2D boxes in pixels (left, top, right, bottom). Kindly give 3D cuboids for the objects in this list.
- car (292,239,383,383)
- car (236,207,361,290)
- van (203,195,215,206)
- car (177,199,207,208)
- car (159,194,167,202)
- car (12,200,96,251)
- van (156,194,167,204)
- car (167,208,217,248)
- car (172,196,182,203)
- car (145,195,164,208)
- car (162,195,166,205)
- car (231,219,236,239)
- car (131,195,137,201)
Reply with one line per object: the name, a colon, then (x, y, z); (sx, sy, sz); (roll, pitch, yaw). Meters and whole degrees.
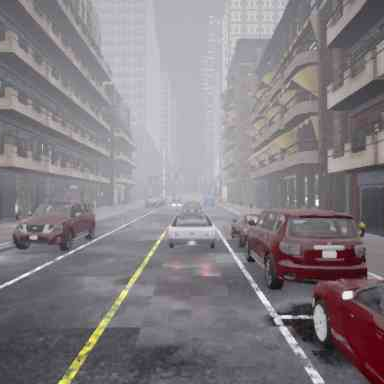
car: (2.704, 1.543, 3.404); (1.887, 1.381, 4.507); (1, 0, 0)
car: (2.709, 1.315, 8.945); (2.192, 1.841, 5.009); (1, 0, 0)
van: (2.708, 1.350, 53.268); (1.690, 1.788, 3.998); (1, 0, 0)
car: (0.000, 1.569, 29.655); (2.033, 1.411, 5.357); (0, 0, 0)
car: (-5.644, 1.576, 58.755); (1.947, 1.339, 4.313); (1, 0, 0)
car: (-5.672, 1.317, 14.433); (2.192, 1.841, 5.009); (1, 0, 0)
van: (-5.809, 1.352, 64.296); (1.690, 1.788, 3.998); (1, 0, 0)
car: (0.000, 1.619, 14.683); (1.895, 1.301, 4.718); (0, 0, 0)
car: (-3.006, 1.533, 67.383); (2.128, 1.511, 4.902); (0, 0, 0)
car: (-5.643, 1.559, 47.675); (2.008, 1.369, 4.403); (1, 0, 0)
car: (-5.644, 1.591, 53.216); (1.802, 1.307, 4.206); (1, 0, 0)
car: (2.704, 1.584, 14.485); (1.802, 1.307, 4.206); (1, 0, 0)
car: (-16.491, 1.511, 86.942); (4.097, 1.590, 1.967); (0, -1, 0)
